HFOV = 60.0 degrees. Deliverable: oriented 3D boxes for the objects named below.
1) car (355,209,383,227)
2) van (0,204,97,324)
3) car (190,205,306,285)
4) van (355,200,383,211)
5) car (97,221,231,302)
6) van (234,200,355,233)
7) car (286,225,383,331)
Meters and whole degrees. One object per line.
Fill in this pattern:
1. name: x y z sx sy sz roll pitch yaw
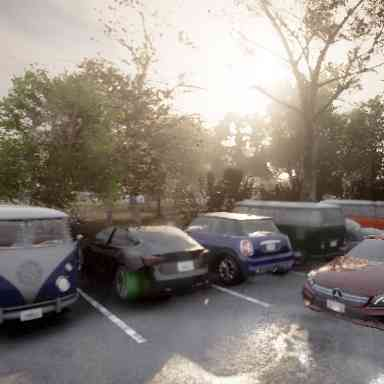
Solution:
1. car: 5.436 1.575 13.461 2.231 1.521 4.892 1 0 -35
2. van: -3.693 1.260 6.810 1.878 1.987 4.442 1 0 -35
3. car: 0.756 1.403 10.084 2.185 1.767 4.553 1 0 -35
4. van: 7.676 1.369 15.189 1.878 1.987 4.442 1 0 -35
5. car: -1.479 1.537 8.570 2.163 1.488 4.792 0 0 -35
6. van: 3.071 1.326 11.914 1.878 1.987 4.442 0 0 -35
7. car: 4.199 1.581 6.675 4.674 1.442 1.812 0 0 -35
